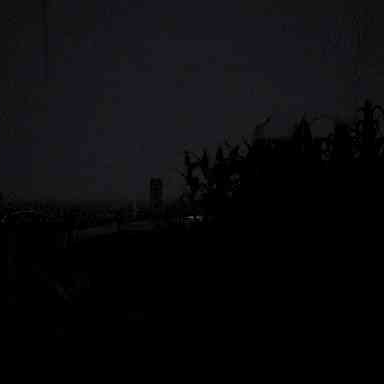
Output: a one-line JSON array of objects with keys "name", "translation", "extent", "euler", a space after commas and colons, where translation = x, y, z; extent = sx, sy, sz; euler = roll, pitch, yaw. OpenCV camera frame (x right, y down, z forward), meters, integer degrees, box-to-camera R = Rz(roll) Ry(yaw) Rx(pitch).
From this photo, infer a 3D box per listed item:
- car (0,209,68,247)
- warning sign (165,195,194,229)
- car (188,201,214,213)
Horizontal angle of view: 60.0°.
[{"name": "car", "translation": [-7.209, 1.445, 14.003], "extent": [2.128, 1.511, 4.902], "euler": [0, 0, 21]}, {"name": "warning sign", "translation": [-0.724, 1.138, 19.551], "extent": [1.300, 1.860, 1.060], "euler": [1, 1, 35]}, {"name": "car", "translation": [1.810, 1.531, 32.411], "extent": [2.033, 1.411, 5.357], "euler": [1, 0, 35]}]
